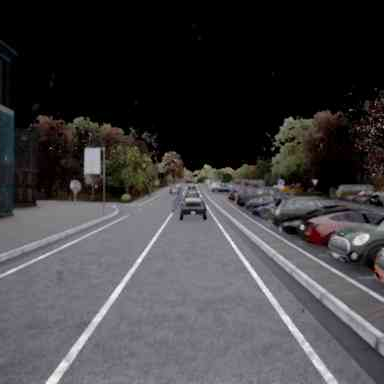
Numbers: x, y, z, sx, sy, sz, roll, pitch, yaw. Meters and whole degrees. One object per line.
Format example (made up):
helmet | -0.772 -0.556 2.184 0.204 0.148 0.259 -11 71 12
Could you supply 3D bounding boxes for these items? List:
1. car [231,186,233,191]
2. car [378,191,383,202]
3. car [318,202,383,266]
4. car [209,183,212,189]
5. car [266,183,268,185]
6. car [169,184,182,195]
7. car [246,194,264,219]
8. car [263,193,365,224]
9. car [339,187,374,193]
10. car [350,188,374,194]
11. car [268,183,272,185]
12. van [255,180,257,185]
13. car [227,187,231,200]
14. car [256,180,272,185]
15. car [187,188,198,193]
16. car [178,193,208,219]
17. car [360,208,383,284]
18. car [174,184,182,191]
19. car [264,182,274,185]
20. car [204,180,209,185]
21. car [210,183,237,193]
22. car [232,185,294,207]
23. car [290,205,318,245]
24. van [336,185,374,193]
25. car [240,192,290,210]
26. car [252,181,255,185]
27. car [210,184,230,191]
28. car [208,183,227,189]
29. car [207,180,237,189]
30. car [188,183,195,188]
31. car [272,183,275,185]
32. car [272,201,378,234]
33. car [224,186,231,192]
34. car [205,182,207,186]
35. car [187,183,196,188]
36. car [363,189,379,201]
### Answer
car | 6.764 0.502 35.056 4.553 1.767 2.185 0 3 0
car | 19.952 0.867 29.448 5.366 1.575 1.946 0 2 0
car | 6.557 1.303 9.987 4.553 1.767 2.185 0 1 0
car | 6.761 -0.689 73.204 5.008 1.535 2.097 0 3 0
car | 19.853 -0.807 75.868 4.674 1.452 2.002 0 3 0
car | -3.334 -0.301 64.020 2.128 1.511 4.902 0 3 1
car | 6.612 1.113 23.931 4.792 1.488 2.163 0 2 0
car | 6.564 1.122 18.347 4.553 1.767 2.185 0 1 0
car | 19.839 0.521 37.932 4.674 1.452 2.002 0 3 0
car | 19.816 0.656 35.150 4.674 1.452 2.002 0 3 0
car | 19.806 -0.662 73.102 4.792 1.488 2.163 0 3 0
van | 20.075 -1.855 89.804 4.442 1.987 1.878 0 3 0
car | 6.785 0.522 37.846 4.792 1.488 2.163 0 3 0
car | 19.945 -1.564 84.148 5.566 2.045 2.435 0 3 0
car | 0.061 0.589 44.563 2.128 1.511 4.902 0 2 0
car | 0.081 1.081 24.495 1.837 1.490 4.892 0 1 0
car | 6.535 1.346 7.207 4.553 1.767 2.185 0 1 0
car | -3.315 -1.079 79.724 1.812 1.442 4.674 0 3 0
car | 19.690 -1.005 78.633 5.366 1.575 1.946 0 3 0
car | 6.694 -1.632 89.956 5.366 1.575 1.946 0 3 0
car | 6.706 -0.504 70.434 4.792 1.488 2.163 0 3 0
car | 6.715 0.624 29.484 5.566 2.045 2.435 0 2 0
car | 6.578 1.406 12.777 4.792 1.488 2.163 0 1 0
van | 19.732 0.127 40.590 4.442 1.987 1.878 -1 3 0
car | 6.657 0.985 26.707 4.892 1.521 2.231 0 2 0
car | 20.008 -1.749 92.585 4.792 1.488 2.163 0 3 0
car | 6.823 -1.156 81.519 4.892 1.521 2.231 0 3 0
car | 7.084 -1.775 92.602 5.366 1.575 1.946 0 3 0
car | 6.804 -1.096 75.961 5.566 2.045 2.435 0 3 0
car | -0.049 -1.823 91.097 1.812 1.442 4.674 0 3 0
car | 19.847 -0.668 70.452 4.553 1.767 2.185 0 3 0
car | 6.543 1.345 15.564 4.792 1.488 2.163 0 1 0
car | 6.749 0.386 40.627 4.792 1.488 2.163 0 3 0
car | 6.652 -1.316 84.292 5.366 1.575 1.946 0 3 0
car | -0.064 -1.324 81.042 2.097 1.767 4.553 0 3 0
car | 19.818 0.780 32.240 4.792 1.488 2.163 0 3 0
